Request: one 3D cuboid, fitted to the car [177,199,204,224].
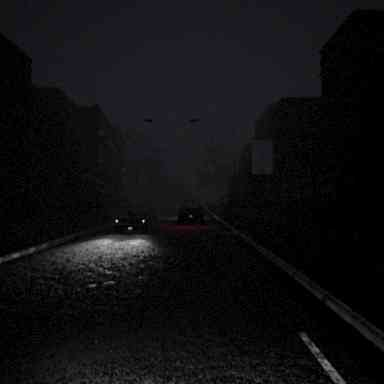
[{"bbox_3d":[-0.126,1.525,25.502,1.882,1.535,5.008,0,0,-1],"label":"car"}]

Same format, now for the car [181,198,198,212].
[{"bbox_3d":[-0.335,1.592,42.400,2.033,1.411,5.357,0,1,-1],"label":"car"}]

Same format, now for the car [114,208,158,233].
[{"bbox_3d":[-3.263,1.638,19.966,1.895,1.301,4.718,0,0,2],"label":"car"}]
